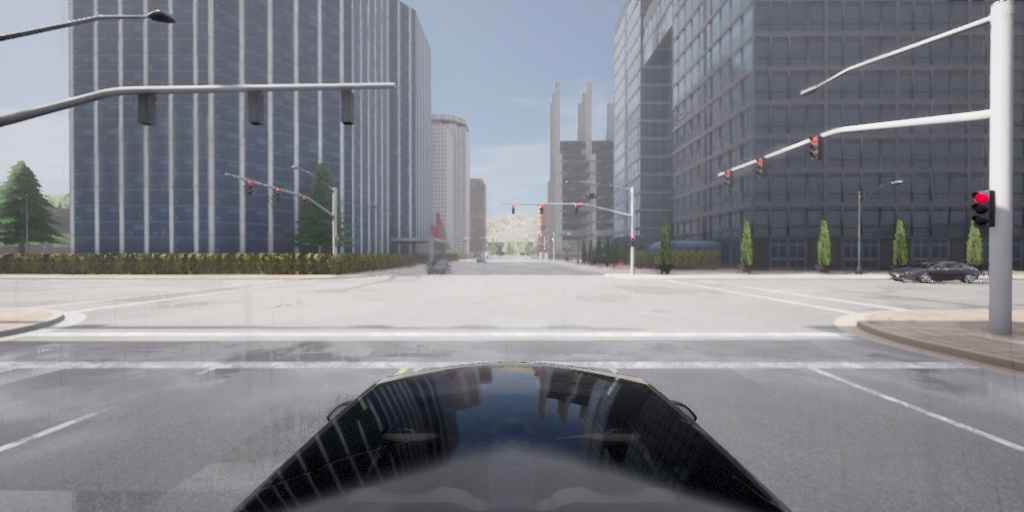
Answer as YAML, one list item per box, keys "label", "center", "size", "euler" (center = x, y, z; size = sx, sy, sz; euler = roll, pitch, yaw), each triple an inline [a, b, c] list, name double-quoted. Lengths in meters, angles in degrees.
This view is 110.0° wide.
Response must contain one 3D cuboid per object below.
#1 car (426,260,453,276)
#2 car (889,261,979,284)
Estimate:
- label: "car"
  center: [-6.998, 1.155, 34.987]
  size: [1.837, 1.490, 4.892]
  euler: [0, 2, 0]
- label: "car"
  center: [29.369, 1.136, 25.041]
  size: [4.892, 1.490, 1.837]
  euler: [0, 0, 1]
